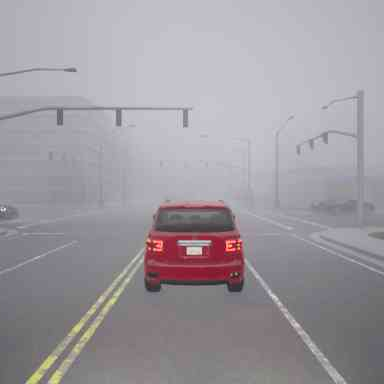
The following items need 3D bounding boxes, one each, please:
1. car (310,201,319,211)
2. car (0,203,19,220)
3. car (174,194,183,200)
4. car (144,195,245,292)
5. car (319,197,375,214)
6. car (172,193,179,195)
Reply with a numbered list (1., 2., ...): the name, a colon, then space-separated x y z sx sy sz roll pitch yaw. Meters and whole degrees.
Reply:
1. car: 16.090 1.352 38.609 4.553 1.767 2.097 0 0 0
2. car: -15.831 1.279 25.600 4.553 1.767 2.097 1 0 1
3. car: -3.662 1.343 91.191 2.097 1.767 4.553 0 0 0
4. car: 0.056 1.221 9.064 2.150 2.045 5.566 0 0 0
5. car: 16.550 1.478 35.102 5.008 1.535 1.882 0 0 0
6. car: -3.677 1.352 54.854 2.097 1.767 4.553 0 0 0
